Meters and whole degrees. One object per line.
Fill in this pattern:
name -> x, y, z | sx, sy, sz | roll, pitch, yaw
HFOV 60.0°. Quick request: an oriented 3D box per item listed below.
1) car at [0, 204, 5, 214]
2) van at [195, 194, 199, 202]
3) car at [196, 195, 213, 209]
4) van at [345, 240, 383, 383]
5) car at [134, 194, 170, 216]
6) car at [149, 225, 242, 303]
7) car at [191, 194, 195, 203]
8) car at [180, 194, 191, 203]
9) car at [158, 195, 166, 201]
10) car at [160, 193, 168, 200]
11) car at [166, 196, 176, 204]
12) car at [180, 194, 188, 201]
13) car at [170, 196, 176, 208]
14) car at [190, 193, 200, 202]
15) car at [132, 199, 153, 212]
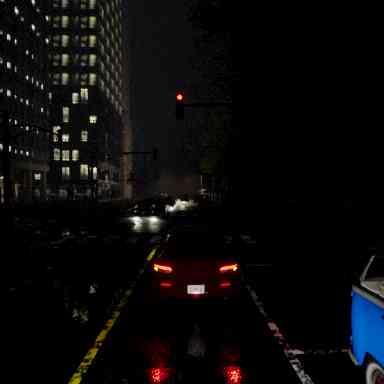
car -> -18.220, 1.377, 28.510 | 4.206, 1.307, 1.802 | 1, 0, 3
van -> 1.748, 1.322, 51.233 | 1.690, 1.788, 3.998 | 0, 0, -2
car -> 1.899, 1.510, 45.860 | 1.752, 1.417, 4.829 | 0, 0, -2
van -> 2.558, 1.341, 2.145 | 1.690, 1.788, 3.998 | 0, 0, 0
car -> -3.991, 1.334, 32.167 | 2.097, 1.767, 4.553 | 0, 0, 10
car -> 0.054, 1.525, 8.080 | 1.812, 1.442, 4.674 | 0, 0, 0
car -> 1.185, 1.492, 68.026 | 1.752, 1.417, 4.829 | 0, 0, -2
car -> -1.481, 1.552, 70.616 | 1.895, 1.301, 4.718 | 0, 0, -2
car -> -7.528, 1.532, 84.115 | 1.802, 1.307, 4.206 | 0, 0, -3
car -> -8.075, 1.252, 95.196 | 2.192, 1.841, 5.009 | 0, 0, -3
car -> -4.064, 1.475, 64.920 | 1.837, 1.490, 4.892 | 0, 0, -2
car -> -1.900, 1.264, 80.591 | 1.882, 1.535, 5.008 | 0, 0, -3
car -> -3.598, 1.547, 48.760 | 1.994, 1.385, 4.181 | 0, 0, -1
car -> 0.740, 1.271, 78.945 | 2.192, 1.841, 5.009 | 0, 0, -3
car -> -5.832, 1.539, 39.770 | 2.008, 1.369, 4.403 | 0, 0, -1
